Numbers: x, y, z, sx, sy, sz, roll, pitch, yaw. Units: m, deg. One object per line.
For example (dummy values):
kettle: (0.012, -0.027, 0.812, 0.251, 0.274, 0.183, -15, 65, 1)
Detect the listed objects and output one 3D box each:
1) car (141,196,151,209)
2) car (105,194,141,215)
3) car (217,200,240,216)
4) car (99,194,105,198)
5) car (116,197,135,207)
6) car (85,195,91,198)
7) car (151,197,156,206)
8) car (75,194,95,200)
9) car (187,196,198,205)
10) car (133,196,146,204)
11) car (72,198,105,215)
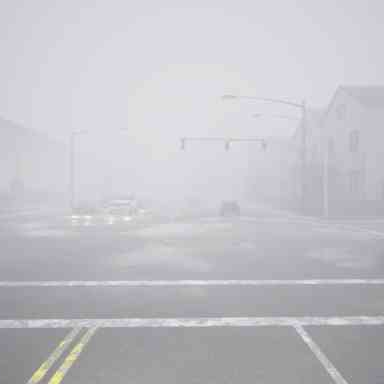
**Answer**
car: (-7.060, 1.505, 44.243, 1.837, 1.490, 4.892, 0, 0, 0)
car: (-7.070, 1.221, 34.691, 2.150, 2.045, 5.566, 0, 0, 0)
car: (3.583, 1.491, 32.616, 2.128, 1.511, 4.902, 0, 0, 1)
car: (-10.562, 1.221, 42.921, 2.150, 2.045, 5.566, 0, 0, 0)
car: (-10.549, 1.547, 53.316, 2.033, 1.411, 5.357, 0, 0, 0)
car: (-28.105, 1.452, 84.393, 2.038, 1.542, 4.974, 0, 0, -36)
car: (-7.040, 1.477, 54.631, 1.882, 1.535, 5.008, 0, 0, 0)
car: (-28.890, 1.452, 89.760, 2.038, 1.542, 4.974, 0, 0, 29)
car: (0.052, 1.491, 58.646, 2.128, 1.511, 4.902, 0, 0, 0)
car: (-10.465, 1.526, 66.001, 1.812, 1.442, 4.674, 0, 0, 0)
car: (-10.570, 1.564, 33.662, 1.994, 1.385, 4.181, 0, 0, 0)
